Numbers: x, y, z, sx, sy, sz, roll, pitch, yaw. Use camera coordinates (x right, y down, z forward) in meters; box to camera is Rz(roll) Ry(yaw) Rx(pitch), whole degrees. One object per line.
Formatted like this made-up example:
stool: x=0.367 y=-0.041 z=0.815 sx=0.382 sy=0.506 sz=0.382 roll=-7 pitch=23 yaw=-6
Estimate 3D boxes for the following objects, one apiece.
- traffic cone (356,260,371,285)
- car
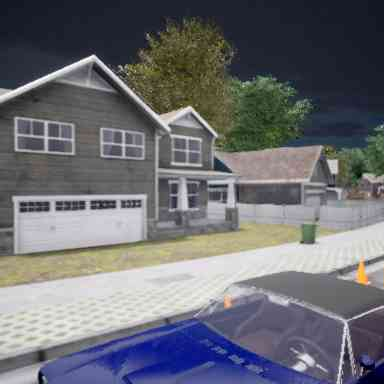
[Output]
traffic cone: x=4.387 y=2.055 z=8.595 sx=0.340 sy=0.580 sz=0.340 roll=1 pitch=-1 yaw=-41
car: x=0.963 y=1.638 z=3.389 sx=4.718 sy=1.301 sz=1.895 roll=1 pitch=-1 yaw=-38
